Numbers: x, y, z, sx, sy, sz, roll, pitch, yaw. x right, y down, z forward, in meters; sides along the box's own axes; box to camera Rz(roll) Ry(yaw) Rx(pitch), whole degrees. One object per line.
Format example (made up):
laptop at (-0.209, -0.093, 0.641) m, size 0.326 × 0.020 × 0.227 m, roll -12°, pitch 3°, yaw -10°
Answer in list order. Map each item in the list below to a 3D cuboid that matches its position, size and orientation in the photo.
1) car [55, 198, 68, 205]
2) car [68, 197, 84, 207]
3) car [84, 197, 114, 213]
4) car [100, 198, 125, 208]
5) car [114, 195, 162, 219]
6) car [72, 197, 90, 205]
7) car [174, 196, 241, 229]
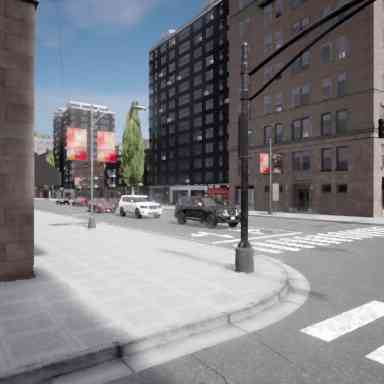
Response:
car at (-25.310, 1.856, 65.113) m, size 1.895 × 1.301 × 4.718 m, roll 0°, pitch 0°, yaw -36°
car at (-18.942, 1.743, 56.301) m, size 1.812 × 1.442 × 4.674 m, roll 0°, pitch -1°, yaw -36°
car at (-10.601, 1.492, 38.878) m, size 2.097 × 1.767 × 4.553 m, roll 0°, pitch 0°, yaw -36°
car at (-12.751, 1.689, 53.275) m, size 2.128 × 1.511 × 4.902 m, roll 0°, pitch -1°, yaw -36°
car at (-4.942, 1.325, 31.027) m, size 2.150 × 2.045 × 5.566 m, roll 0°, pitch 0°, yaw -36°
car at (-22.136, 1.748, 66.269) m, size 2.128 × 1.511 × 4.902 m, roll 0°, pitch 0°, yaw -36°
car at (0.928, 1.286, 22.893) m, size 2.150 × 2.045 × 5.566 m, roll 0°, pitch 0°, yaw -36°
